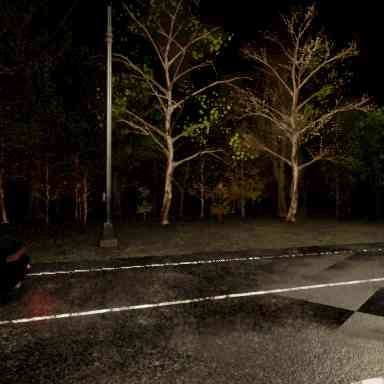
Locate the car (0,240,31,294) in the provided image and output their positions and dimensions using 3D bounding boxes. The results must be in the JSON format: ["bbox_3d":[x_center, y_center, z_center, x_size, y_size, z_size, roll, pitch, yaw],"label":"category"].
[{"bbox_3d":[-6.003,1.475,6.639,5.008,1.535,1.882,0,0,-19],"label":"car"}]
